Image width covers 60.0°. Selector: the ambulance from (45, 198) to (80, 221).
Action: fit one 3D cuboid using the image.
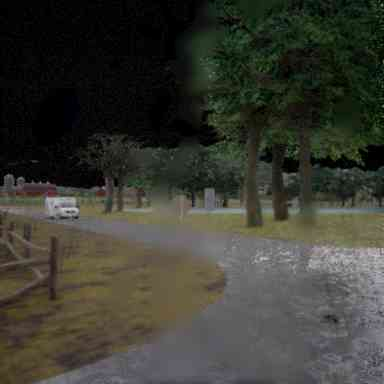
[{"bbox_3d":[-14.085,1.826,36.187,2.351,2.431,6.366,1,-2,-35],"label":"ambulance"}]
